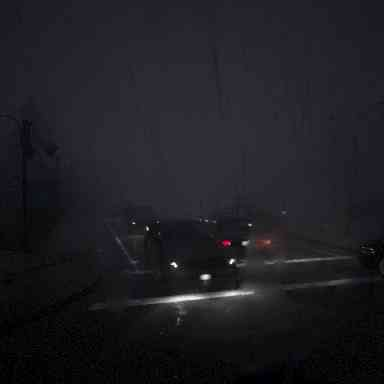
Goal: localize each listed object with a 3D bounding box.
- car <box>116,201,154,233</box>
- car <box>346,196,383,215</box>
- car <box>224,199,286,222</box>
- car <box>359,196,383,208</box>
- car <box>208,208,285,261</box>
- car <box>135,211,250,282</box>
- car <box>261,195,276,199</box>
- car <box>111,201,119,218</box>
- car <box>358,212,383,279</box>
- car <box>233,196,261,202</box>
[{"bbox_3d":[-3.127,1.529,19.967,2.033,1.411,5.357,0,0,-17],"label":"car"},{"bbox_3d":[15.546,1.355,29.271,1.970,1.475,3.806,0,0,-17],"label":"car"},{"bbox_3d":[2.948,1.467,19.277,5.357,1.411,2.033,-4,2,-30],"label":"car"},{"bbox_3d":[23.819,1.273,43.279,1.845,1.501,3.633,0,0,-17],"label":"car"},{"bbox_3d":[1.425,1.540,12.186,2.033,1.411,5.357,0,0,-4],"label":"car"},{"bbox_3d":[-0.368,1.543,10.140,2.033,1.411,5.357,0,0,-15],"label":"car"},{"bbox_3d":[10.252,1.277,47.171,2.152,1.636,5.027,0,0,-17],"label":"car"},{"bbox_3d":[-6.313,1.516,30.111,2.033,1.411,5.357,0,0,-17],"label":"car"},{"bbox_3d":[6.785,1.475,7.997,5.008,1.535,1.882,0,0,36],"label":"car"},{"bbox_3d":[7.266,1.287,46.207,2.007,1.523,4.514,0,0,-17],"label":"car"}]
